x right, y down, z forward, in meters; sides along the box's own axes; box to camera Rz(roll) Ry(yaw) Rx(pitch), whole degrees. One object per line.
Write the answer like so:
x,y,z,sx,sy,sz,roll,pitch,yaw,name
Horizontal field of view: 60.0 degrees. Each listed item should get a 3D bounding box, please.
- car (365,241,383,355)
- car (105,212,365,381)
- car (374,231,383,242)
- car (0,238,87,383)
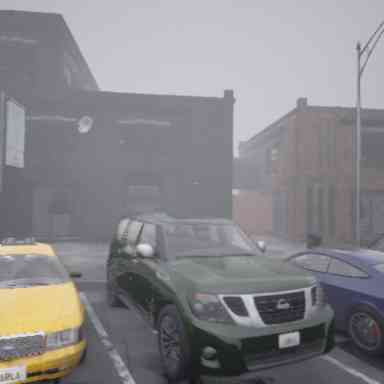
2.843,1.787,6.589,2.002,1.452,4.674,2,-3,-26,car
-0.112,1.434,6.277,2.435,2.045,5.566,3,-3,-26,car
5.821,1.685,6.947,2.185,1.767,4.553,2,-3,-26,car
-3.039,1.615,5.795,1.946,1.575,5.366,2,-3,-26,car
